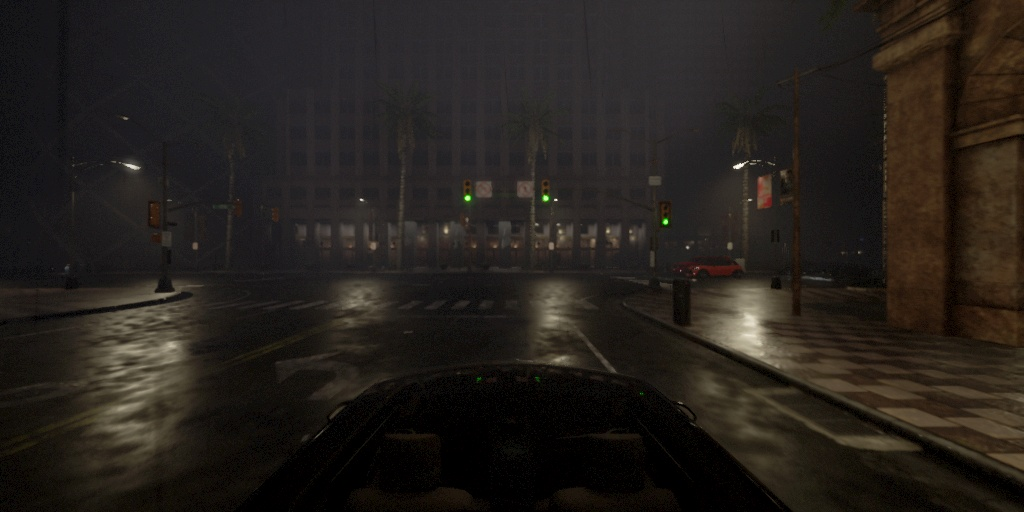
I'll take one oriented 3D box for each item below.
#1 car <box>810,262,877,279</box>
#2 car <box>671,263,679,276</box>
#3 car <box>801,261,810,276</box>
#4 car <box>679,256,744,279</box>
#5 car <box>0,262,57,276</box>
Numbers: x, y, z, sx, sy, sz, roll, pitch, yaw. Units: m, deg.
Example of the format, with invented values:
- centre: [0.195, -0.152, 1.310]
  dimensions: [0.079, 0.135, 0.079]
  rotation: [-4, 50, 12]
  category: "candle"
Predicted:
- centre: [29.591, 1.317, 31.824]
  dimensions: [4.181, 1.385, 1.994]
  rotation: [0, 0, 0]
  category: "car"
- centre: [18.742, 0.976, 35.357]
  dimensions: [5.566, 2.045, 2.150]
  rotation: [0, 0, 0]
  category: "car"
- centre: [31.500, 1.301, 35.320]
  dimensions: [5.357, 1.411, 2.033]
  rotation: [0, 0, 0]
  category: "car"
- centre: [17.873, 1.106, 31.859]
  dimensions: [4.553, 1.767, 2.097]
  rotation: [0, 0, 0]
  category: "car"
- centre: [-48.495, 1.305, 34.754]
  dimensions: [2.033, 1.411, 5.357]
  rotation: [2, 4, 44]
  category: "car"
